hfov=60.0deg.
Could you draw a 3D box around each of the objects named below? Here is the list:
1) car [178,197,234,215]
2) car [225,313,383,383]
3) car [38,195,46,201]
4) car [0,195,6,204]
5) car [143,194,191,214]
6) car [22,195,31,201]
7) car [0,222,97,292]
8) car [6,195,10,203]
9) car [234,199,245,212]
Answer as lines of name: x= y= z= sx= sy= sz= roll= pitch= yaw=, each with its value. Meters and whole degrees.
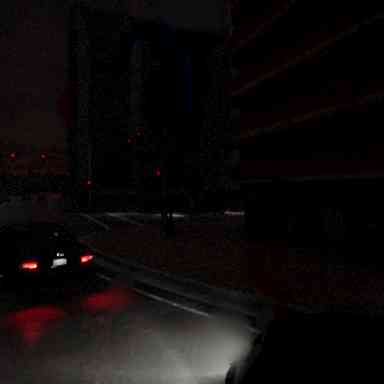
car: x=1.448 y=1.553 z=34.392 sx=4.892 sy=1.490 sz=1.837 roll=0 pitch=0 yaw=-22
car: x=2.827 y=1.548 z=2.052 sx=5.357 sy=1.411 sz=2.033 roll=0 pitch=0 yaw=35
car: x=-37.061 y=1.512 z=82.373 sx=2.033 sy=1.411 sz=5.357 roll=0 pitch=0 yaw=-23
car: x=-34.696 y=1.579 z=58.777 sx=1.895 sy=1.301 sz=4.718 roll=0 pitch=0 yaw=-23
car: x=-2.541 y=1.269 z=36.528 sx=5.566 sy=2.045 sz=2.150 roll=0 pitch=0 yaw=-22
car: x=-40.150 y=1.497 z=80.691 sx=2.128 sy=1.511 sz=4.902 roll=0 pitch=0 yaw=-23
car: x=-4.390 y=1.544 z=9.074 sx=2.033 sy=1.411 sz=5.357 roll=0 pitch=0 yaw=-39
car: x=-38.676 y=1.330 z=68.217 sx=2.097 sy=1.767 sz=4.553 roll=0 pitch=0 yaw=-23
car: x=6.612 y=1.552 z=40.319 sx=4.892 sy=1.490 sz=1.837 roll=0 pitch=0 yaw=-22
